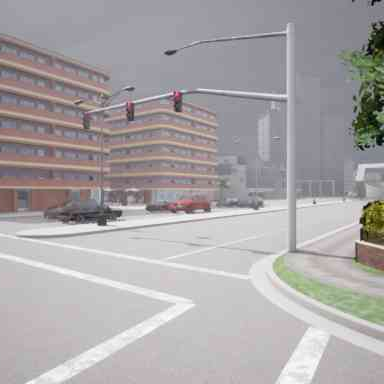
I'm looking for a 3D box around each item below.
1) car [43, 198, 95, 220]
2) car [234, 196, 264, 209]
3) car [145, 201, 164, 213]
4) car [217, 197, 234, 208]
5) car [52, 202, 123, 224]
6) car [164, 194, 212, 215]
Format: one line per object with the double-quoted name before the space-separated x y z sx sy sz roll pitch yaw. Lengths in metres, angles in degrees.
"car" -9.800 1.352 27.424 2.097 1.767 4.553 0 0 36
"car" 8.204 1.352 46.162 2.097 1.767 4.553 0 0 36
"car" -2.992 1.600 36.771 1.895 1.301 4.718 0 0 36
"car" 5.400 1.526 48.253 1.812 1.442 4.674 0 0 36
"car" -7.489 1.600 24.655 1.895 1.301 4.718 0 0 36
"car" -0.071 1.222 34.837 2.150 2.045 5.566 0 0 36
